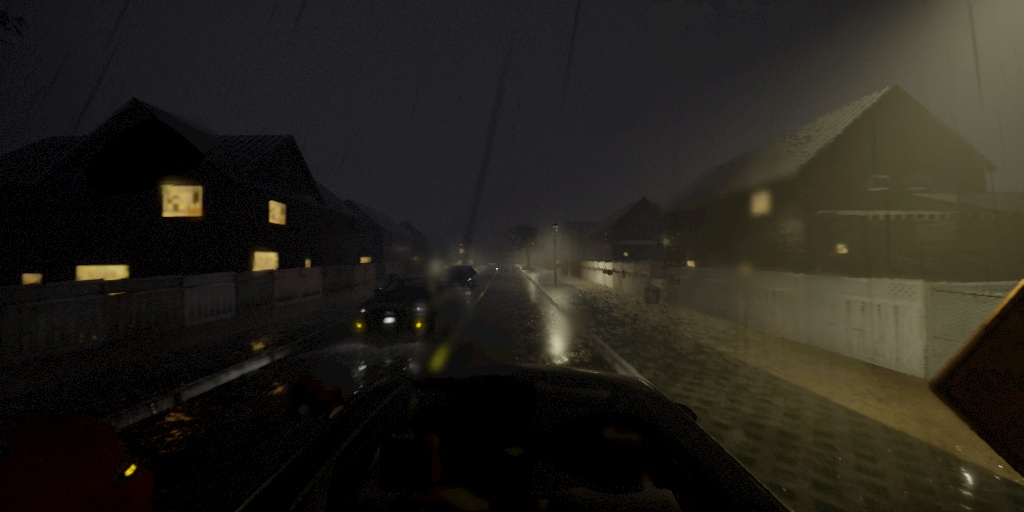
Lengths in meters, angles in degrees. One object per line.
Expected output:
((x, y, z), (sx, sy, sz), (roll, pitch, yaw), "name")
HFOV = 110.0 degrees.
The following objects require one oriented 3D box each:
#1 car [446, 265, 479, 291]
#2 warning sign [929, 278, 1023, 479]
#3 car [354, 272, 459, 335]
((-3.092, 1.317, 22.315), (1.812, 1.442, 4.674), (-1, 0, 0), "car")
((2.546, 0.842, 1.617), (1.300, 1.860, 1.060), (0, 0, -1), "warning sign")
((-2.942, 1.342, 10.524), (1.994, 1.385, 4.181), (-1, 0, -1), "car")
